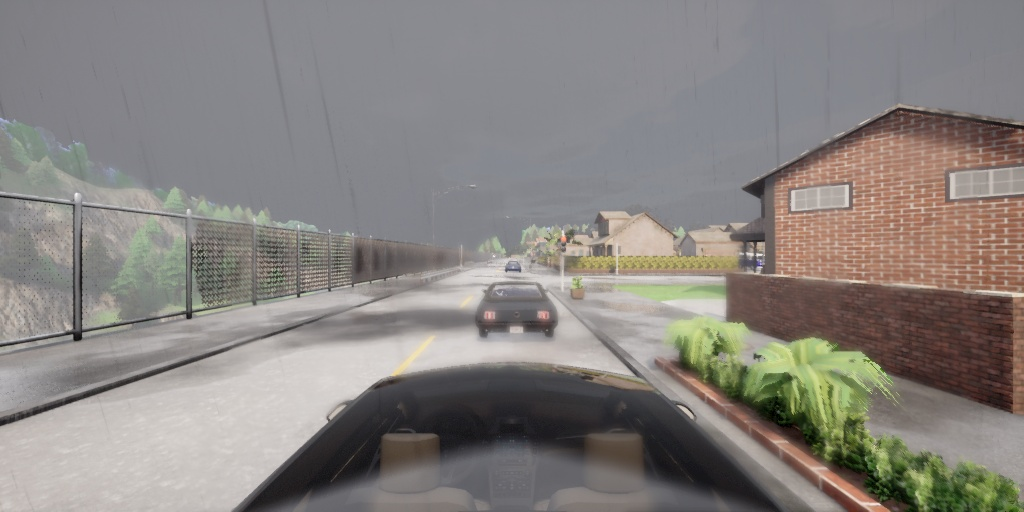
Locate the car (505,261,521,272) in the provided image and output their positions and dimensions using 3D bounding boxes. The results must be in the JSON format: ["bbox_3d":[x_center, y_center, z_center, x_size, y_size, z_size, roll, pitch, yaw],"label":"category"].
[{"bbox_3d":[0.152,1.314,44.963,1.994,1.385,4.181,0,0,0],"label":"car"}]

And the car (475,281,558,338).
[{"bbox_3d":[0.109,1.351,10.206,1.895,1.301,4.718,0,0,0],"label":"car"}]
